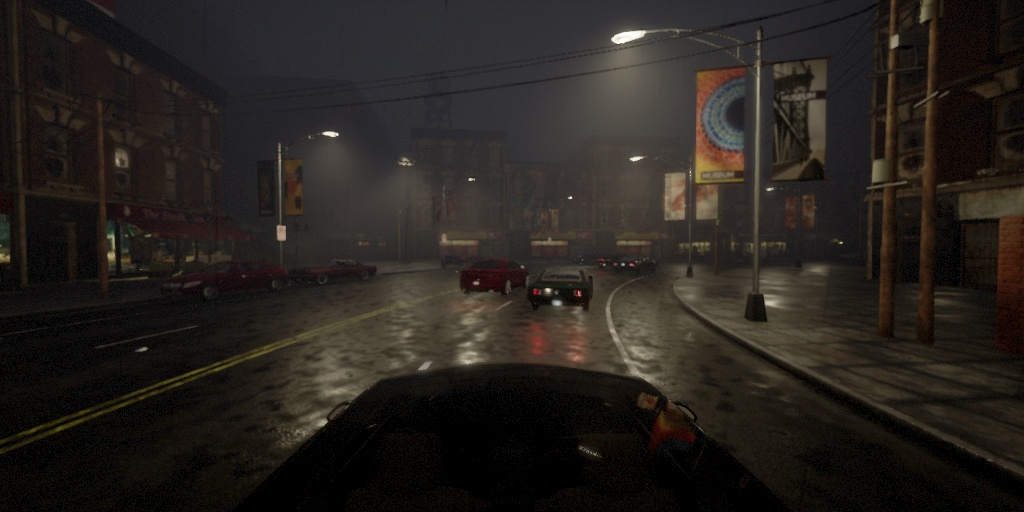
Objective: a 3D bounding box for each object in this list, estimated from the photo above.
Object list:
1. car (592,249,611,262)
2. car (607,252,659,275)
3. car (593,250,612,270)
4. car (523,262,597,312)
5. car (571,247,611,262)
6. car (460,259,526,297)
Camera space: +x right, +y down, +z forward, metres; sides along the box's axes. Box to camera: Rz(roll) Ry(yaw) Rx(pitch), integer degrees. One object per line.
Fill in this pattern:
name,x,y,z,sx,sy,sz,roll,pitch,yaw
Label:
car,11.391,0.298,38.704,4.902,1.511,2.128,-1,2,-34
car,9.702,0.629,27.918,2.033,1.411,5.357,1,2,41
car,9.744,0.465,32.698,4.892,1.490,1.837,-1,1,-44
car,1.908,1.067,12.830,1.895,1.301,4.718,0,1,14
car,9.353,-0.046,41.559,5.566,2.045,2.150,-1,2,-34
car,-0.611,0.854,16.329,1.882,1.535,5.008,0,1,18
